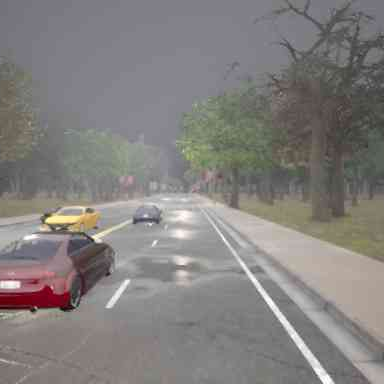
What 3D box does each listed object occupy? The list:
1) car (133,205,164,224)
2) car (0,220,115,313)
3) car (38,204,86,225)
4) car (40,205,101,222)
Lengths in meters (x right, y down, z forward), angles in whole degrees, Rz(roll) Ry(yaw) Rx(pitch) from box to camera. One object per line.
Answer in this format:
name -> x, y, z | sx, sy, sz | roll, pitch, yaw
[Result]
car -> -3.256, 1.653, 25.330 | 1.994, 1.385, 4.181 | 0, 0, 0
car -> -3.173, 1.595, 7.812 | 1.994, 1.385, 4.181 | 0, 0, 0
car -> -9.950, 1.701, 25.827 | 1.895, 1.301, 4.718 | 0, 0, 0
car -> -6.672, 1.551, 19.047 | 1.882, 1.535, 5.008 | 0, 0, 0
